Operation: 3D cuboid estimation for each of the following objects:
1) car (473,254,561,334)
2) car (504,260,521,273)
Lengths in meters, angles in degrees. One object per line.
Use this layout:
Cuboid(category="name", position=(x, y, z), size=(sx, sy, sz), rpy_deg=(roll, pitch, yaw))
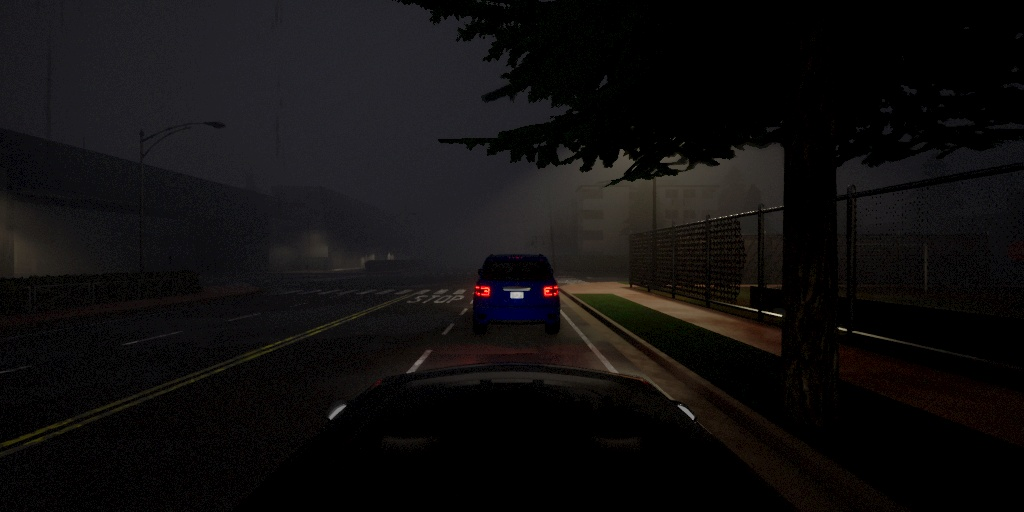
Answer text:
Cuboid(category="car", position=(0.115, 0.972, 10.727), size=(2.150, 2.045, 5.566), rpy_deg=(0, 0, 0))
Cuboid(category="car", position=(0.025, 1.242, 45.602), size=(2.128, 1.511, 4.902), rpy_deg=(0, 0, 0))
